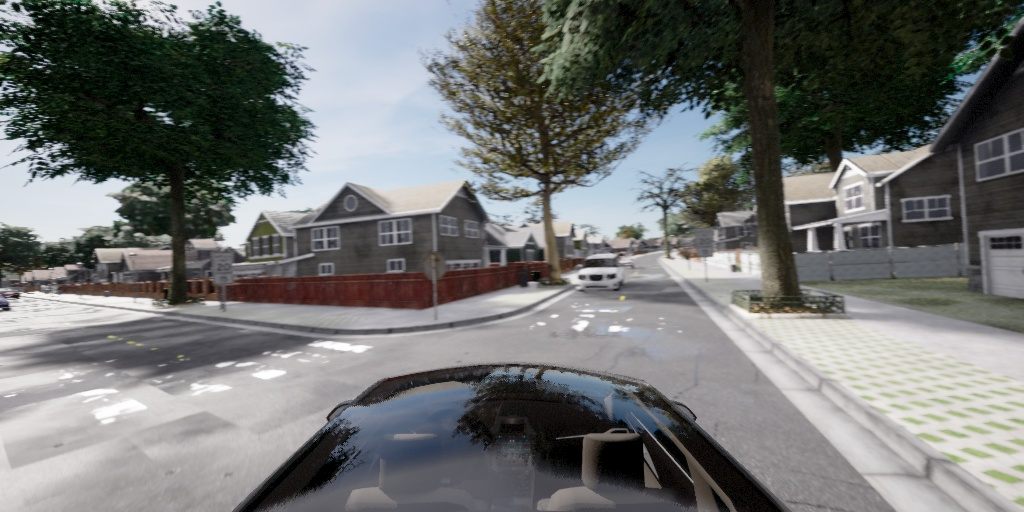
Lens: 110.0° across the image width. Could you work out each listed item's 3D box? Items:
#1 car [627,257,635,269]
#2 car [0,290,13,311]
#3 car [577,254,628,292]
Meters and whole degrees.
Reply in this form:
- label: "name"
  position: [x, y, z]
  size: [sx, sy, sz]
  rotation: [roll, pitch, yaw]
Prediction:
- label: "car"
  position: [13.698, 0.816, 43.130]
  size: [1.895, 1.301, 4.718]
  rotation: [-3, 0, 21]
- label: "car"
  position: [-42.440, 3.773, 29.071]
  size: [4.674, 1.442, 1.812]
  rotation: [-3, -1, 32]
- label: "car"
  position: [5.203, 0.956, 20.725]
  size: [2.150, 2.045, 5.566]
  rotation: [-3, 1, 21]
